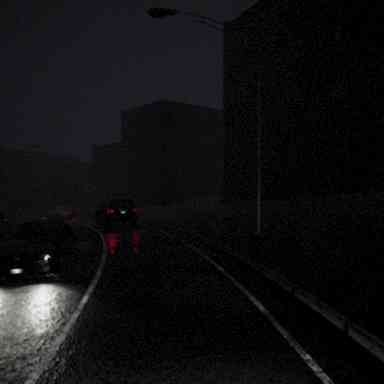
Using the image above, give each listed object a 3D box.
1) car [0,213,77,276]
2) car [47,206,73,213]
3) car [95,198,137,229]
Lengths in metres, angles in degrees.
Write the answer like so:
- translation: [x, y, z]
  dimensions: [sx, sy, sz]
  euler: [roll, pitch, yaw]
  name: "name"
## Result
- translation: [-4.993, 1.647, 10.998]
  dimensions: [2.033, 1.411, 5.357]
  euler: [-1, -1, -12]
  name: "car"
- translation: [-15.808, 2.398, 39.799]
  dimensions: [1.812, 1.442, 4.674]
  euler: [-2, -1, -41]
  name: "car"
- translation: [-5.650, 1.485, 24.384]
  dimensions: [2.150, 2.045, 5.566]
  euler: [-1, -1, -25]
  name: "car"
